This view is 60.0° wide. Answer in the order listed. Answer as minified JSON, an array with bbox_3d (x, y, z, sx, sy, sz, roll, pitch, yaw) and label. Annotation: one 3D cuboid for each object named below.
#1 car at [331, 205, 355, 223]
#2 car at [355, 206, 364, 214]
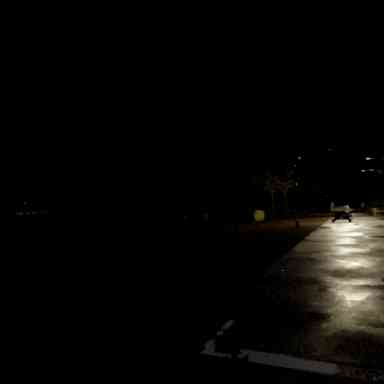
[{"bbox_3d":[18.631,2.712,41.310,2.150,2.045,5.566,-3,-3,25],"label":"car"},{"bbox_3d":[38.123,4.106,76.059,2.097,1.767,4.553,-3,-4,25],"label":"car"}]
